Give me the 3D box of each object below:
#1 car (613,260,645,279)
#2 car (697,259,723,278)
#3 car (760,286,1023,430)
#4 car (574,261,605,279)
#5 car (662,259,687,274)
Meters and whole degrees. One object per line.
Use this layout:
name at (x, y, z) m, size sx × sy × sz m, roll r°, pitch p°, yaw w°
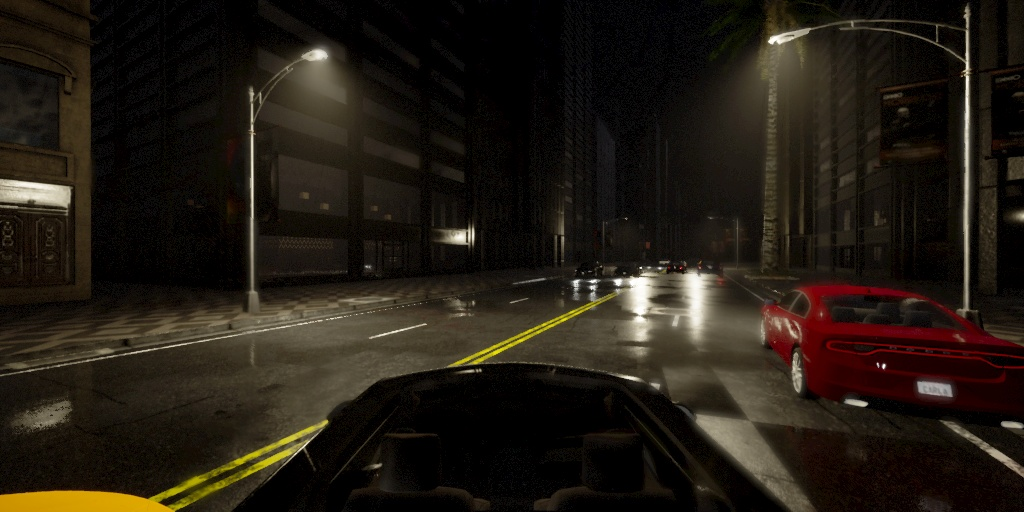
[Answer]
car at (10.610, 1.326, 32.709) m, size 1.994 × 1.385 × 4.181 m, roll 0°, pitch 0°, yaw 27°
car at (19.301, 1.117, 34.987) m, size 2.097 × 1.767 × 4.553 m, roll 0°, pitch 0°, yaw 27°
car at (5.516, 1.228, 5.915) m, size 1.882 × 1.535 × 5.008 m, roll 0°, pitch 0°, yaw 27°
car at (7.283, 1.266, 33.348) m, size 1.837 × 1.490 × 4.892 m, roll 0°, pitch 0°, yaw 27°
car at (18.662, 1.317, 40.809) m, size 2.033 × 1.411 × 5.357 m, roll 0°, pitch 0°, yaw 27°
